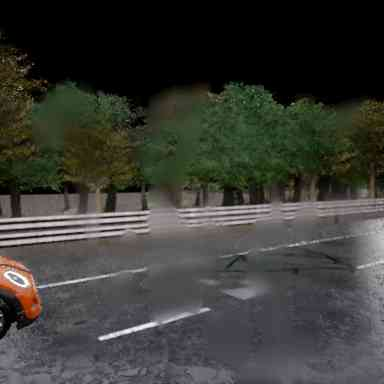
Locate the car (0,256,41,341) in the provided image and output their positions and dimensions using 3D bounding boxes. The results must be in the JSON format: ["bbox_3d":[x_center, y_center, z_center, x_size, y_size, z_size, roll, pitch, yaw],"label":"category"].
[{"bbox_3d":[-4.679,1.369,4.687,4.553,1.767,2.097,-1,1,-36],"label":"car"}]
